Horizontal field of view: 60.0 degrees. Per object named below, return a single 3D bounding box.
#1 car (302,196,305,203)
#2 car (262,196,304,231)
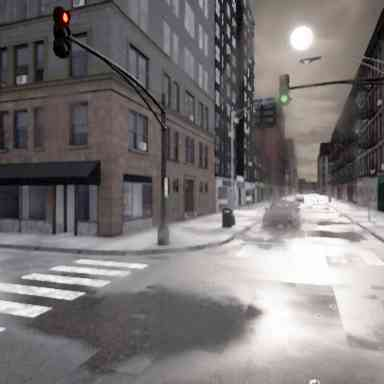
[{"bbox_3d":[21.584,1.485,66.557,1.895,1.301,4.718,0,0,19],"label":"car"},{"bbox_3d":[5.649,1.334,20.687,2.097,1.767,4.553,0,0,19],"label":"car"}]
